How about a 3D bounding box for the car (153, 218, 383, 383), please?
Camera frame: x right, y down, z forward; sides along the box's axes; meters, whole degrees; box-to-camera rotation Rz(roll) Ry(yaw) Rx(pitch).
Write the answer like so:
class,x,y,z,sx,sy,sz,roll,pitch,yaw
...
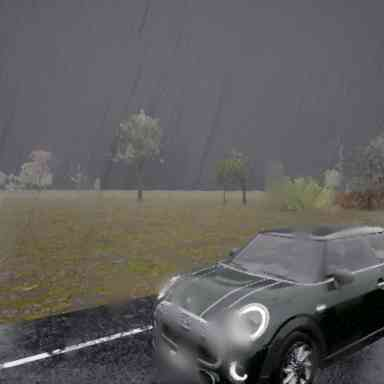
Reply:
class,x,y,z,sx,sy,sz,roll,pitch,yaw
car,1.666,1.354,5.175,4.553,1.767,2.097,0,0,-35
